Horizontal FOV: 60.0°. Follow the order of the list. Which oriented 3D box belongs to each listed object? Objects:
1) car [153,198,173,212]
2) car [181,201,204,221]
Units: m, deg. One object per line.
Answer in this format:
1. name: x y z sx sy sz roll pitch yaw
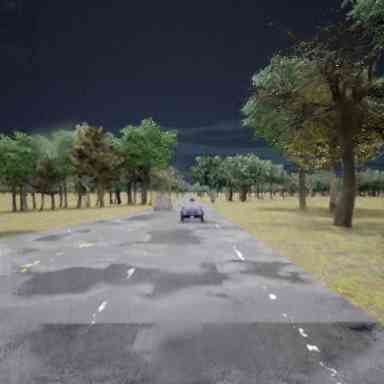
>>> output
1. car: -3.574 1.578 41.604 2.097 1.767 4.553 0 0 2
2. car: 0.009 1.740 28.921 1.895 1.301 4.718 0 0 0
